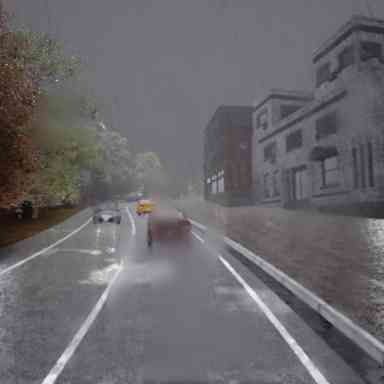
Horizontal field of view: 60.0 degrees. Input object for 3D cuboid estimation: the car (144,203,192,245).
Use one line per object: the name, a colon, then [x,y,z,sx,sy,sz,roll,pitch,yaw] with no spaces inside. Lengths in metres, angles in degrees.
car: [-1.182,1.516,15.777,1.882,1.535,5.008,1,0,-8]

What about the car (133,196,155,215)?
car: [-4.639,1.480,33.926,1.882,1.535,5.008,1,0,-12]

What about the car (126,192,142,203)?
car: [-11.242,1.060,65.220,2.150,2.045,5.566,-1,0,7]

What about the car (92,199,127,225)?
car: [-5.993,1.478,23.847,2.128,1.511,4.902,1,0,-11]
